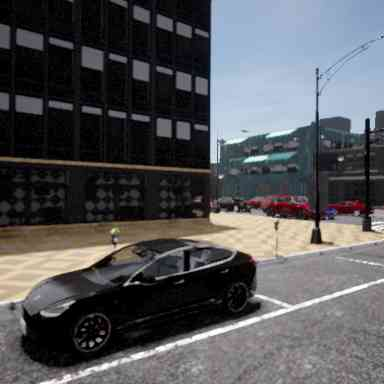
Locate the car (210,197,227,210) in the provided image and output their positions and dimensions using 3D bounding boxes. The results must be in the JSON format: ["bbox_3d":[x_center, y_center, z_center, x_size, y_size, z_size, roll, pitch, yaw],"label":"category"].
[{"bbox_3d":[1.294,1.331,35.178,1.802,1.307,4.206,2,0,-36],"label":"car"}]

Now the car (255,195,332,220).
[{"bbox_3d":[7.866,1.201,26.237,2.192,1.841,5.009,2,0,-36],"label":"car"}]

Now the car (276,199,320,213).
[{"bbox_3d":[11.332,1.479,35.666,1.802,1.307,4.206,2,0,-36],"label":"car"}]

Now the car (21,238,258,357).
[{"bbox_3d":[-0.664,1.580,6.081,4.313,1.339,1.947,0,0,-35],"label":"car"}]

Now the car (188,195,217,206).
[{"bbox_3d":[1.486,1.240,49.079,2.008,1.369,4.403,2,0,-36],"label":"car"}]

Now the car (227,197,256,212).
[{"bbox_3d":[4.329,1.298,35.410,1.837,1.490,4.892,1,0,-36],"label":"car"}]

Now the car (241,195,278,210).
[{"bbox_3d":[8.052,1.269,40.139,1.967,1.590,4.097,2,0,-36],"label":"car"}]

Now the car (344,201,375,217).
[{"bbox_3d":[14.614,1.510,31.196,1.887,1.381,4.507,2,0,-36],"label":"car"}]

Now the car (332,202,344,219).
[{"bbox_3d":[9.828,1.434,27.912,1.812,1.442,4.674,1,0,-38],"label":"car"}]
